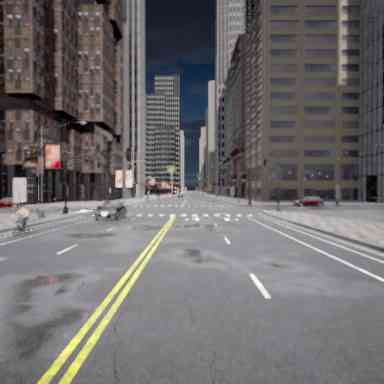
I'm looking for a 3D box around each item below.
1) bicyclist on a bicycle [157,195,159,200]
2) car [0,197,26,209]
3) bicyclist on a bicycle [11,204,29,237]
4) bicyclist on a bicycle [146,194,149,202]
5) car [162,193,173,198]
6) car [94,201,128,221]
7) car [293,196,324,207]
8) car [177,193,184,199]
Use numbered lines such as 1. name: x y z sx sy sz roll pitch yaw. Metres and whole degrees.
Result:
1. bicyclist on a bicycle: -8.788 1.414 86.460 0.582 1.620 1.656 0 0 0
2. car: -24.753 1.431 44.783 4.097 1.590 1.967 0 1 0
3. bicyclist on a bicycle: -8.758 1.431 17.074 0.866 1.612 1.509 0 0 0
4. bicyclist on a bicycle: -8.780 1.336 65.479 0.659 1.776 1.843 0 -1 0
5. car: -6.543 0.932 94.430 2.097 1.767 4.553 0 0 0
6. car: -6.523 1.480 27.226 2.128 1.511 4.902 0 0 0
7. car: 16.657 1.328 47.931 4.097 1.590 1.967 0 1 0
8. car: -3.292 1.117 94.402 2.033 1.411 5.357 0 0 0
